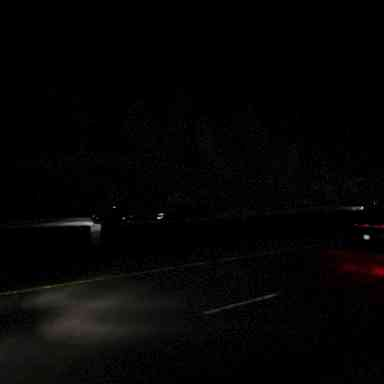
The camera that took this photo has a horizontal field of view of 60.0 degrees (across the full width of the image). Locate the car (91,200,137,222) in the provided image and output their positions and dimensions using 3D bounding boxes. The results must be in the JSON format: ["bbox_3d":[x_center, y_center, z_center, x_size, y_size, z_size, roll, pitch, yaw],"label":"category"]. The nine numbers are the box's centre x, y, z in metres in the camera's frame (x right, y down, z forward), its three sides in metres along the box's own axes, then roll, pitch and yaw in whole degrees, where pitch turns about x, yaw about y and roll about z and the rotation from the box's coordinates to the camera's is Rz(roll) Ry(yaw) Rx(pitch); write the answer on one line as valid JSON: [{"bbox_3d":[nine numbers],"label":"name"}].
[{"bbox_3d":[-5.645,1.592,25.763,4.181,1.385,1.994,0,0,-36],"label":"car"}]

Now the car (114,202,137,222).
[{"bbox_3d":[-2.936,1.595,23.397,4.181,1.385,1.994,0,0,-36],"label":"car"}]

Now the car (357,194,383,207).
[{"bbox_3d":[27.461,1.373,49.348,5.566,2.045,2.150,0,0,-35],"label":"car"}]

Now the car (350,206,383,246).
[{"bbox_3d":[8.729,1.537,14.279,4.902,1.511,2.128,0,0,-36],"label":"car"}]

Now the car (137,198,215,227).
[{"bbox_3d":[-0.743,1.384,20.662,4.553,1.767,2.097,0,0,-36],"label":"car"}]

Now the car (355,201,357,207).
[{"bbox_3d":[28.643,1.668,54.461,4.892,1.490,1.837,0,0,-35],"label":"car"}]
